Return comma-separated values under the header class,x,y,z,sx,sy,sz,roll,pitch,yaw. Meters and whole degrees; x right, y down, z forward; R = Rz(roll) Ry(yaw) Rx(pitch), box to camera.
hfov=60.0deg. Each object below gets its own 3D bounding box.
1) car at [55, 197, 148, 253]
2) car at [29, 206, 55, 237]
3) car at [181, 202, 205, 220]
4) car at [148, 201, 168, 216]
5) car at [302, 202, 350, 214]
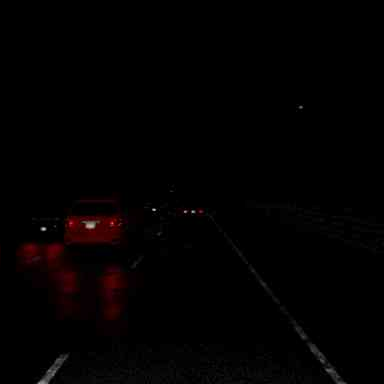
class,x,y,z,sx,sy,sz,roll,pitch,yaw
car,-3.408,1.226,13.840,2.150,2.045,5.566,0,0,0
car,-6.909,1.497,17.907,2.128,1.511,4.902,0,0,0
car,0.084,1.557,27.887,2.033,1.411,5.357,0,0,0
car,-3.414,1.576,32.080,1.994,1.385,4.181,0,0,0
car,12.512,1.649,31.548,2.033,1.411,5.357,0,0,-14
